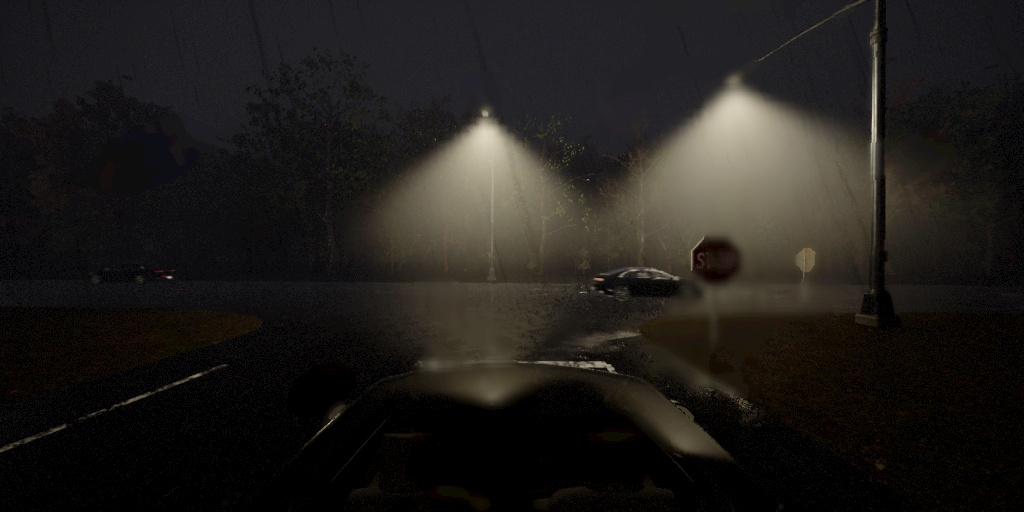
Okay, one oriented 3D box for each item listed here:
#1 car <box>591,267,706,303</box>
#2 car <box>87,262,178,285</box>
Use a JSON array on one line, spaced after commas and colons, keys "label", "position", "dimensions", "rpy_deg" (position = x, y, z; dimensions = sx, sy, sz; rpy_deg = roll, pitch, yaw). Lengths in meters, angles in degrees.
[{"label": "car", "position": [6.102, 1.267, 16.266], "dimensions": [4.902, 1.511, 2.128], "rpy_deg": [0, 0, 0]}, {"label": "car", "position": [-24.917, 1.127, 23.618], "dimensions": [4.892, 1.490, 1.837], "rpy_deg": [0, 0, 1]}]
